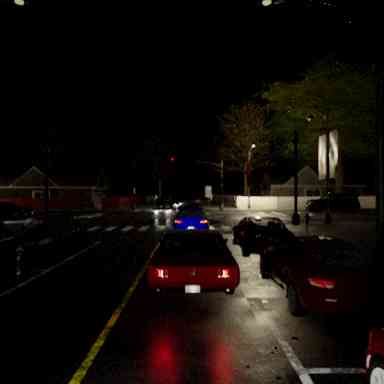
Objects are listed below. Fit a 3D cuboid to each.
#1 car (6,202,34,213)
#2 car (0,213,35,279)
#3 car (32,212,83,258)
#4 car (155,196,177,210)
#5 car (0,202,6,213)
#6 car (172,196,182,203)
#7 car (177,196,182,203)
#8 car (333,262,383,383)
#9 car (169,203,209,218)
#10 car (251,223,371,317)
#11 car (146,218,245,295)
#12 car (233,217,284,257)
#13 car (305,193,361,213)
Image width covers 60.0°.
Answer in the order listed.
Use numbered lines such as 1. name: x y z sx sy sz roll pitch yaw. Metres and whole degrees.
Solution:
1. car: -16.322 1.612 28.941 4.892 1.490 1.837 0 0 -1
2. car: -5.407 1.445 7.157 1.967 1.590 4.097 0 0 0
3. car: -5.425 1.590 12.676 1.802 1.307 4.206 0 0 0
4. car: -3.607 1.547 44.212 1.837 1.490 4.892 0 0 6
5. car: -17.473 1.618 25.699 4.892 1.490 1.837 0 0 3
6. car: -3.332 1.625 75.735 2.128 1.511 4.902 0 0 0
7. car: -3.311 1.617 60.388 2.033 1.411 5.357 0 0 0
8. car: 2.636 1.546 1.667 1.887 1.381 4.507 0 0 0
9. car: -0.054 1.536 17.768 1.812 1.442 4.674 0 0 0
10. car: 2.618 1.586 7.185 1.802 1.307 4.206 0 0 0
11. car: 0.028 1.606 8.711 1.895 1.301 4.718 0 0 0
12. car: 2.600 1.573 12.704 1.947 1.339 4.313 0 0 0
13. car: 15.080 1.143 35.717 5.566 2.045 2.150 0 0 0
